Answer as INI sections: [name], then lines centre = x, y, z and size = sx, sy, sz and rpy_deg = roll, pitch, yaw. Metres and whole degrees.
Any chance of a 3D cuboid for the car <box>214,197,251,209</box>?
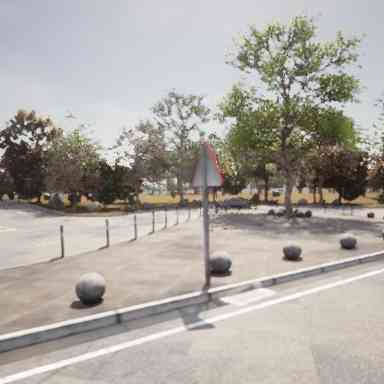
[car]
centre = 4.686, 1.233, 38.271
size = 4.181, 1.385, 1.994
rpy_deg = -1, 1, -20
